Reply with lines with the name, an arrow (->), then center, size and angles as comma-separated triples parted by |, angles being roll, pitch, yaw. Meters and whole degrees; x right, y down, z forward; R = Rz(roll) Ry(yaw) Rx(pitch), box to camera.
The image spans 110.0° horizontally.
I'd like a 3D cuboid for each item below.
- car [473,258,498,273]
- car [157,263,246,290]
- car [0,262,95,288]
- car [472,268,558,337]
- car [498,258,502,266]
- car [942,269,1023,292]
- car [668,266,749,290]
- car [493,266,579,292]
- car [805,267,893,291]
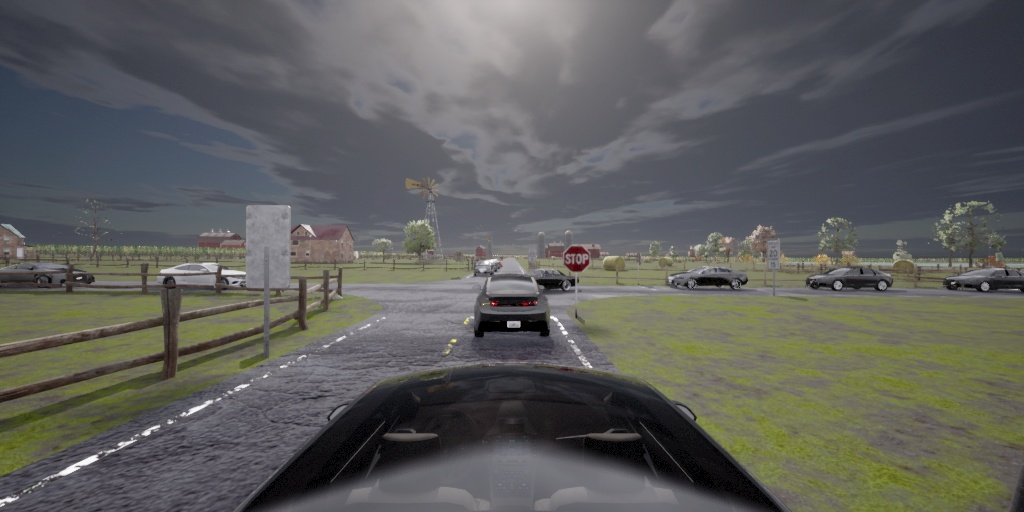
car -> -2.839, 1.243, 36.985 | 2.128, 1.511, 4.902 | 0, 0, 0
car -> -17.233, 1.103, 20.263 | 4.674, 1.442, 1.812 | 1, -1, -1
car -> -26.353, 1.048, 20.147 | 4.181, 1.385, 1.994 | 1, -1, -1
car -> -0.069, 1.256, 10.297 | 1.837, 1.490, 4.892 | 0, 0, -3
car -> -2.827, 1.241, 46.431 | 2.128, 1.511, 4.902 | 0, 0, 0
car -> 31.715, 1.587, 23.846 | 4.892, 1.490, 1.837 | 1, -1, -1
car -> 12.810, 1.397, 23.565 | 4.902, 1.511, 2.128 | 1, -1, -2
car -> 1.510, 1.369, 20.342 | 4.718, 1.301, 1.895 | 1, 0, -35
car -> 22.212, 1.499, 23.730 | 4.892, 1.490, 1.837 | 1, -1, -1
